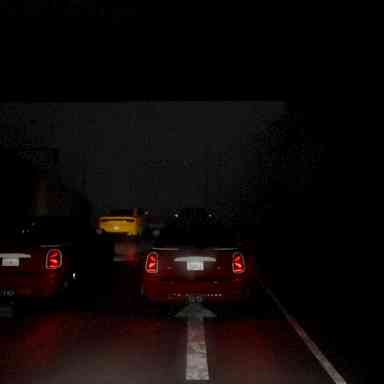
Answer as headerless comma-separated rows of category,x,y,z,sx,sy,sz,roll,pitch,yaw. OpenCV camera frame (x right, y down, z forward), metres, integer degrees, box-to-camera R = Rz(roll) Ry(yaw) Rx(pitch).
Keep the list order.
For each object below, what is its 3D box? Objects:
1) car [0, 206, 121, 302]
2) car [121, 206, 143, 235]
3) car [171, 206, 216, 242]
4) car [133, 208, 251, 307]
car,-3.428,1.352,8.440,2.097,1.767,4.553,0,0,0
car,-3.431,1.478,17.529,1.882,1.535,5.008,0,0,0
car,0.070,1.547,17.639,2.033,1.411,5.357,0,0,0
car,0.067,1.352,8.113,2.097,1.767,4.553,0,0,0
